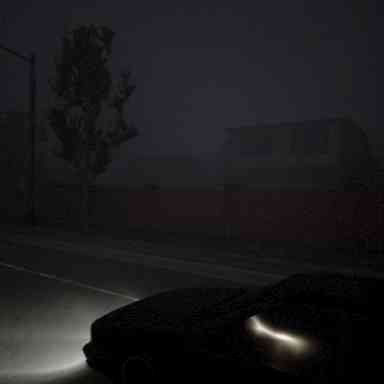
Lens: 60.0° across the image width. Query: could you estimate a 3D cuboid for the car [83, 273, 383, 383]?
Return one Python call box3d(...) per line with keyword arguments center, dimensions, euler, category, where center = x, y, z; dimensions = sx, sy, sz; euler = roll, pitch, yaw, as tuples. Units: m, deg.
box3d(center=(1.350, 1.545, 3.031), dimensions=(5.357, 1.411, 2.033), euler=(0, 0, 36), category="car")
